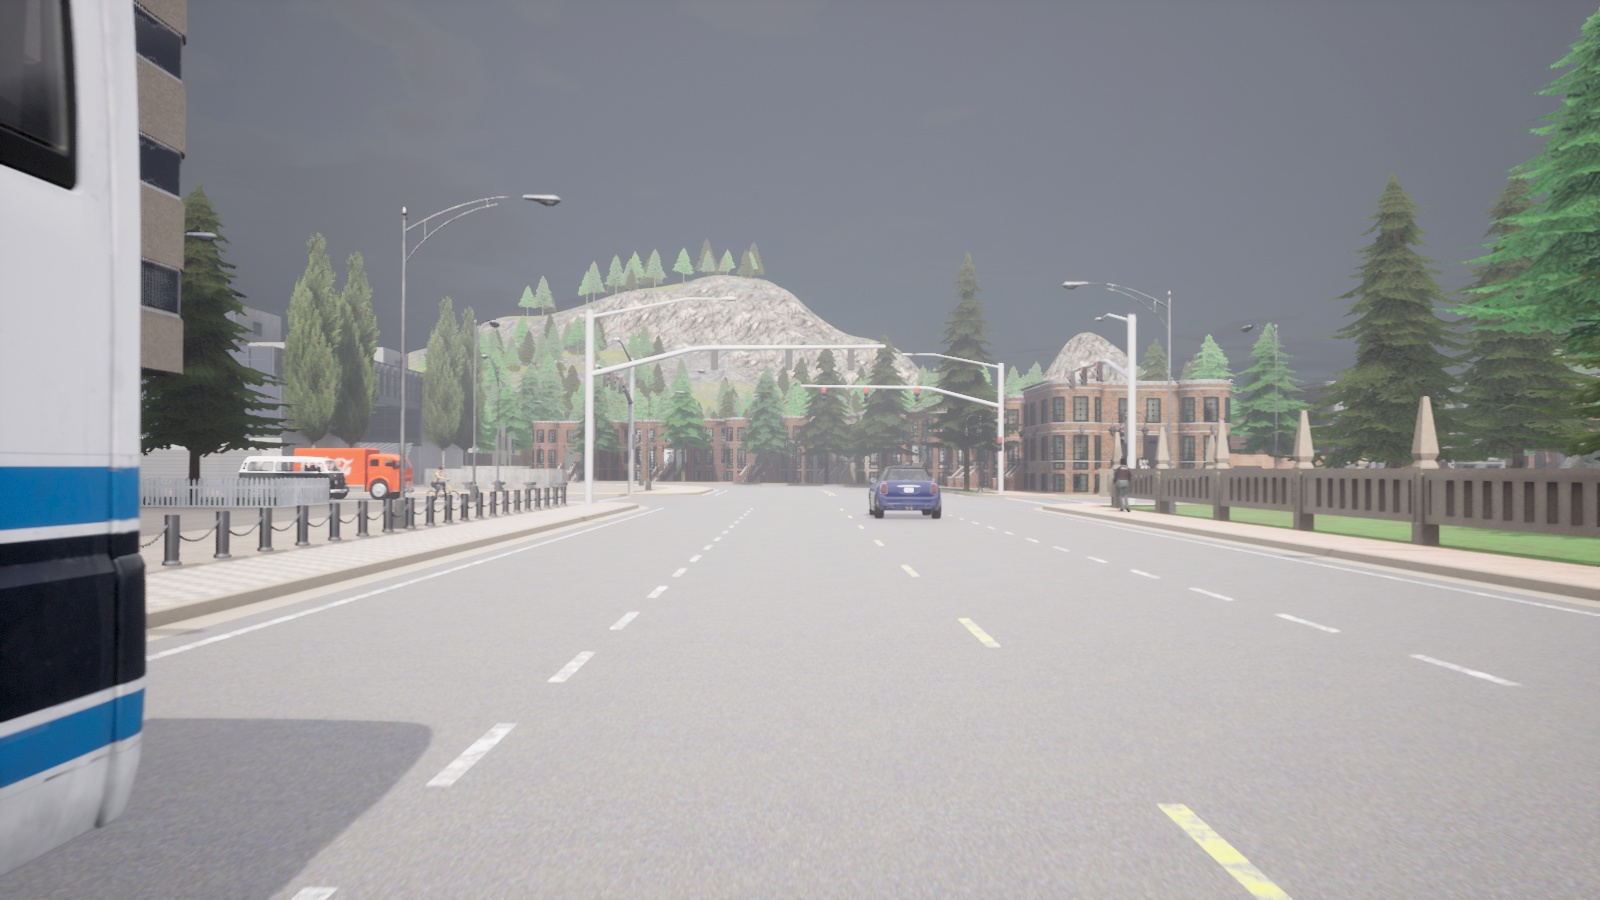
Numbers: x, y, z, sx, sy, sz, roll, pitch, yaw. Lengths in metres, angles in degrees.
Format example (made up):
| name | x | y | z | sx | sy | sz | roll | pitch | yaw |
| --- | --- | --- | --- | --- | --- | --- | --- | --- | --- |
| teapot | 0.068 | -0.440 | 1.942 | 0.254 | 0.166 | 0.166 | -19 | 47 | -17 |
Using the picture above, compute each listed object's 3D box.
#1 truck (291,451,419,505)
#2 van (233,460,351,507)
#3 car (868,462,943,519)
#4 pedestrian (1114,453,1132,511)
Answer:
| name | x | y | z | sx | sy | sz | roll | pitch | yaw |
| --- | --- | --- | --- | --- | --- | --- | --- | --- | --- |
| truck | -21.161 | 1.319 | 59.920 | 5.204 | 2.467 | 2.627 | 0 | -1 | 0 |
| van | -22.756 | 1.482 | 56.407 | 4.480 | 2.038 | 2.069 | 0 | -1 | -1 |
| car | 3.401 | 1.284 | 41.333 | 2.097 | 1.767 | 4.553 | 0 | -1 | 0 |
| pedestrian | 10.899 | 1.070 | 42.424 | 0.402 | 1.930 | 0.666 | 0 | -1 | -1 |
